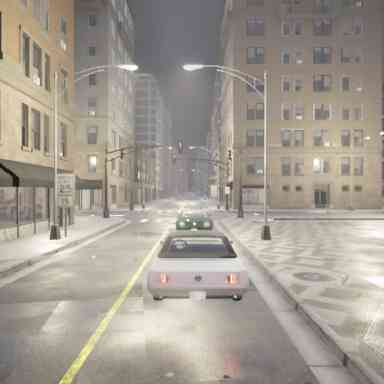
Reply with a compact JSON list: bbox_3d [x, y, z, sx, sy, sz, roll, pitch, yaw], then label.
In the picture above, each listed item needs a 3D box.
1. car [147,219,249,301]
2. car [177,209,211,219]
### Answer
[{"bbox_3d":[0.111,1.600,8.279,1.895,1.301,4.718,0,0,0],"label":"car"},{"bbox_3d":[0.125,1.599,18.514,1.895,1.301,4.718,0,0,0],"label":"car"}]
